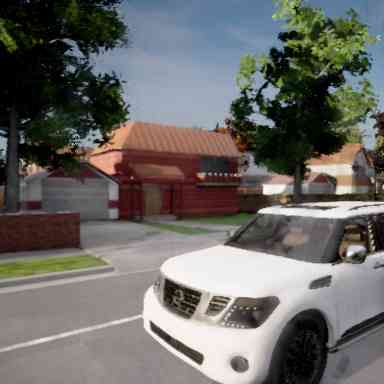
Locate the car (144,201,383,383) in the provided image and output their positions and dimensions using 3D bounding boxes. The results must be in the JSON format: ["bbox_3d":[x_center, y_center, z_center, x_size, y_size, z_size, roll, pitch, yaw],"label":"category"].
[{"bbox_3d":[2.008,1.208,5.418,5.566,2.045,2.150,0,0,-35],"label":"car"}]
